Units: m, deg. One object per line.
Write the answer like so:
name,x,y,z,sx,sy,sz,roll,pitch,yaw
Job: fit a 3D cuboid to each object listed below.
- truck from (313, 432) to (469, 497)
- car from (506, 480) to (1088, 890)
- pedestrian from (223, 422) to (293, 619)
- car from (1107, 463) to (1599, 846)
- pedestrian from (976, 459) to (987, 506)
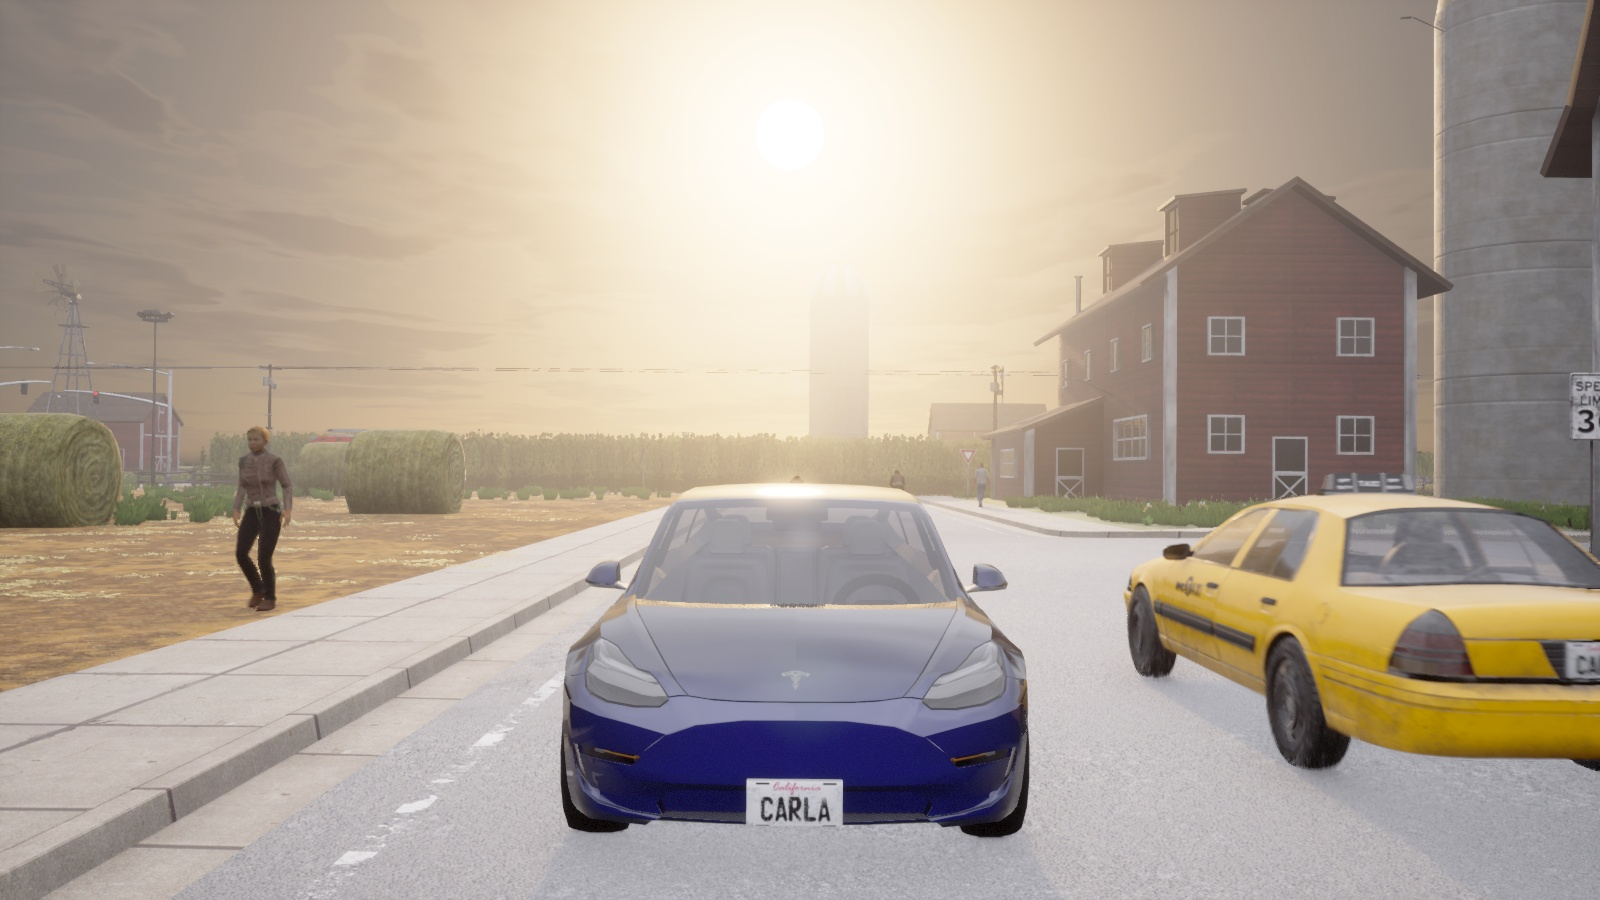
truck,-24.724,0.886,76.205,8.468,3.827,2.891,0,-1,1
car,-0.013,0.931,7.078,2.163,1.488,4.792,0,-1,0
pedestrian,-5.209,0.667,12.097,0.331,1.846,0.634,0,-1,7
car,3.485,0.884,7.857,1.801,1.575,5.366,0,-1,0
pedestrian,7.133,1.272,49.414,0.354,1.836,0.706,0,-1,4
